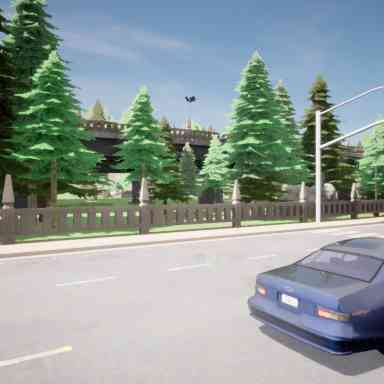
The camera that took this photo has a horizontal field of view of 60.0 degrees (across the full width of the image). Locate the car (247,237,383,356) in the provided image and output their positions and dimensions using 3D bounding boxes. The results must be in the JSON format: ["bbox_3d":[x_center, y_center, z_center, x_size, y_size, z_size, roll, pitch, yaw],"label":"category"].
[{"bbox_3d":[3.496,1.547,5.918,5.357,1.411,2.033,0,0,-31],"label":"car"}]
